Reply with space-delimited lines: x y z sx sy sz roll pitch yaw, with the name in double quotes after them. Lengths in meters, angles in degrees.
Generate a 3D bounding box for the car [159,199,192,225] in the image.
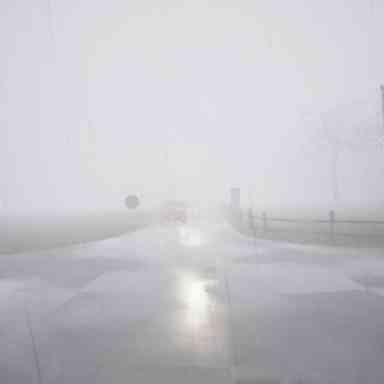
-1.451 1.624 28.200 2.150 2.045 5.566 0 -1 2 "car"

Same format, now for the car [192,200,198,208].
0.098 2.388 65.570 2.128 1.511 4.902 0 -1 2 "car"
